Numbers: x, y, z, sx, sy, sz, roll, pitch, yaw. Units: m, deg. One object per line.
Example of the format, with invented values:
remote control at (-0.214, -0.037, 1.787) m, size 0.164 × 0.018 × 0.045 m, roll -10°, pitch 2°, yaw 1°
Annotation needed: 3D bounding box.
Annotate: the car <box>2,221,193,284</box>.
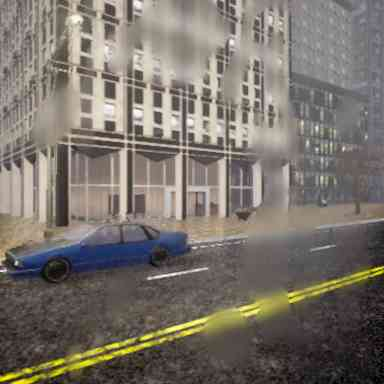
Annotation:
car at (-2.535, 1.596, 9.938) m, size 5.357 × 1.411 × 2.033 m, roll 0°, pitch 0°, yaw -37°
